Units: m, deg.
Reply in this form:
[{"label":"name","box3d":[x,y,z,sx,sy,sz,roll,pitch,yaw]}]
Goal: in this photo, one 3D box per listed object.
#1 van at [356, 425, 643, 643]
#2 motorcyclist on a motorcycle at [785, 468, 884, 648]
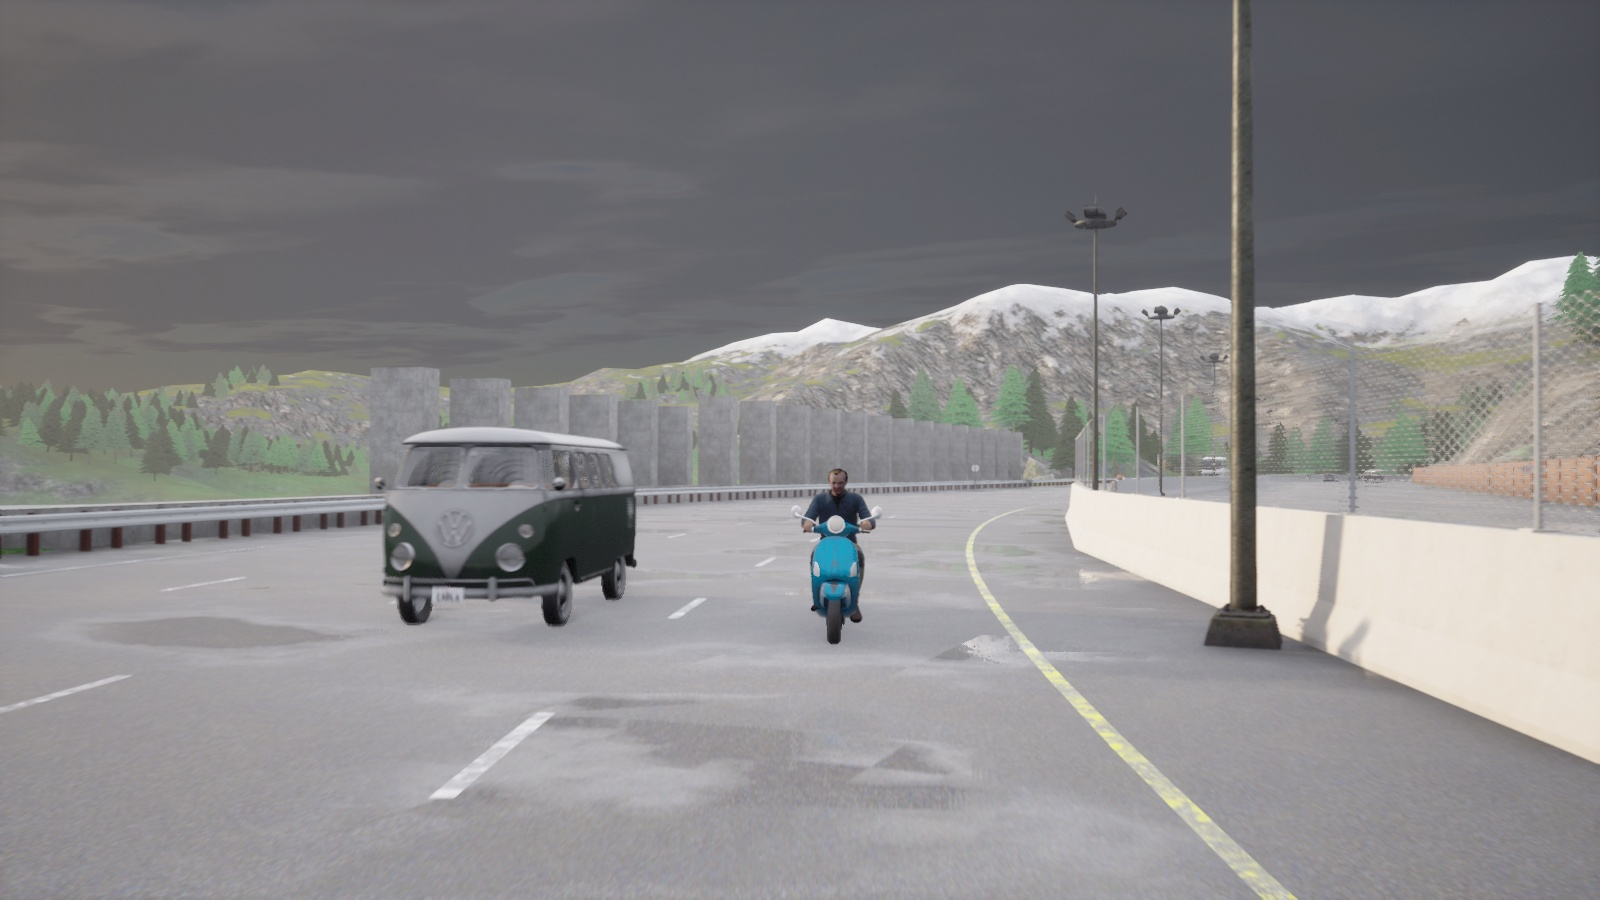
[{"label":"van","box3d":[-3.044,0.809,13.740,1.775,1.987,4.442,0,-1,4]},{"label":"motorcyclist on a motorcycle","box3d":[0.361,0.968,12.003,0.866,1.590,1.817,0,-1,4]}]
